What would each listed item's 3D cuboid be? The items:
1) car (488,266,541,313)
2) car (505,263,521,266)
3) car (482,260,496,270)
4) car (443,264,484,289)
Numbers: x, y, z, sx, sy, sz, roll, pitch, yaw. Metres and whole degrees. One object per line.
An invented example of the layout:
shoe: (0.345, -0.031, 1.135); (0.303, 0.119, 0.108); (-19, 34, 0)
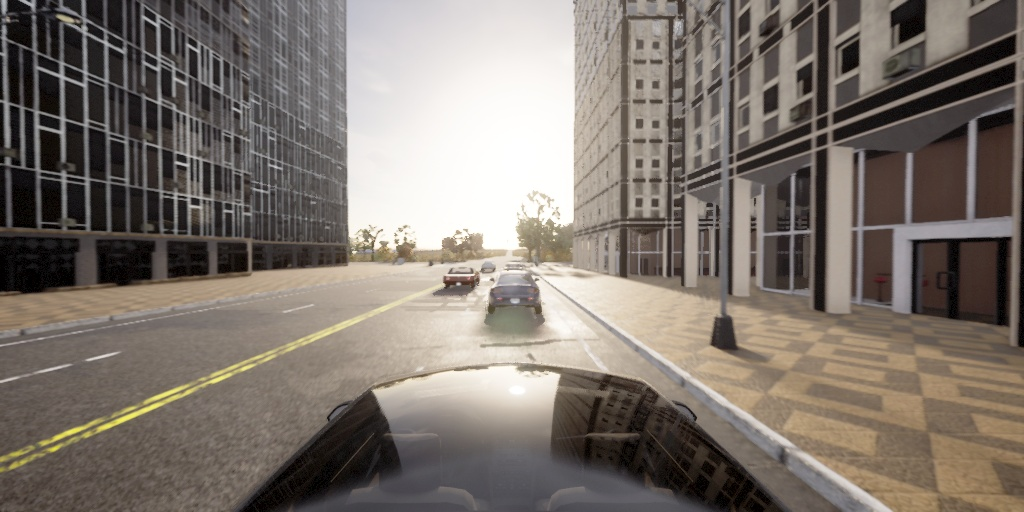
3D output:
car: (0.103, 1.278, 13.891); (1.812, 1.442, 4.674); (0, 0, 0)
car: (0.107, 1.299, 32.287); (2.033, 1.411, 5.357); (0, 0, 0)
car: (-3.140, 1.269, 48.524); (1.812, 1.442, 4.674); (0, 0, 0)
car: (-3.145, 1.353, 23.376); (1.895, 1.301, 4.718); (0, 0, 0)
